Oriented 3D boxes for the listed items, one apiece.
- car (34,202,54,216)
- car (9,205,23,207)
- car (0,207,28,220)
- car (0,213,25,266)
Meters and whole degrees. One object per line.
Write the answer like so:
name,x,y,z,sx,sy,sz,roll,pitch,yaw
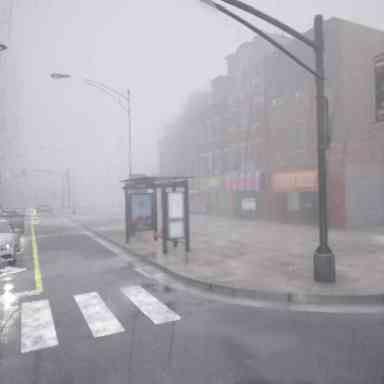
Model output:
car,-18.109,2.048,40.835,1.837,1.490,4.892,-1,0,-25
car,-17.421,2.033,32.848,1.812,1.442,4.674,-1,0,-26
car,-11.650,1.902,20.984,1.994,1.385,4.181,-1,0,-26
car,-7.310,1.739,12.092,1.812,1.442,4.674,-1,0,-24
